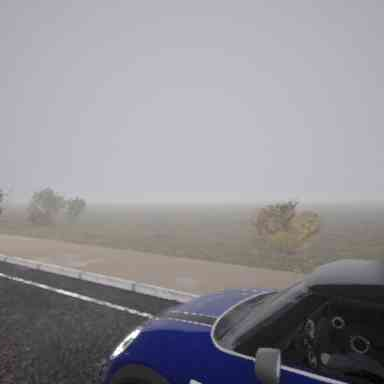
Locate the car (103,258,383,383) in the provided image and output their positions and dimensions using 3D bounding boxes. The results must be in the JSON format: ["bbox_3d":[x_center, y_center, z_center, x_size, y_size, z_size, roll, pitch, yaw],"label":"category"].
[{"bbox_3d":[1.386,1.354,2.574,4.553,1.767,2.097,-1,0,36],"label":"car"}]
